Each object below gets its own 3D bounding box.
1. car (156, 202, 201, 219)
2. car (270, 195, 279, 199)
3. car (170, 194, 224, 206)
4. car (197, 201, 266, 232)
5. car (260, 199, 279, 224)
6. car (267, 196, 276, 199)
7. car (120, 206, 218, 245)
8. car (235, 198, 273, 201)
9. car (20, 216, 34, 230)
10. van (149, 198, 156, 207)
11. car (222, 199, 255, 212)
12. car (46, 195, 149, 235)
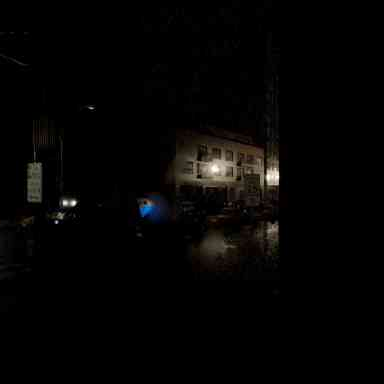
[{"bbox_3d":[-1.152,1.572,29.736,1.802,1.307,4.206,0,0,36],"label":"car"},{"bbox_3d":[12.165,1.288,48.091,2.192,1.841,5.009,0,0,36],"label":"car"},{"bbox_3d":[0.683,1.217,27.885,2.150,2.045,5.566,0,0,36],"label":"car"},{"bbox_3d":[2.529,1.531,20.290,1.752,1.417,4.829,0,0,36],"label":"car"},{"bbox_3d":[5.857,1.531,24.879,1.752,1.417,4.829,0,0,36],"label":"car"},{"bbox_3d":[8.835,1.544,43.502,1.947,1.339,4.313,0,0,36],"label":"car"},{"bbox_3d":[-0.899,1.556,15.565,2.008,1.369,4.403,0,0,36],"label":"car"},{"bbox_3d":[6.751,1.590,36.234,1.895,1.301,4.718,0,0,36],"label":"car"},{"bbox_3d":[-7.910,1.514,20.419,1.752,1.417,4.829,0,0,36],"label":"car"},{"bbox_3d":[-4.481,1.331,25.146,1.690,1.788,3.998,0,0,36],"label":"van"},{"bbox_3d":[5.506,1.549,38.913,1.947,1.339,4.313,0,0,36],"label":"car"},{"bbox_3d":[-5.404,1.216,19.501,2.150,2.045,5.566,0,0,36],"label":"car"}]
